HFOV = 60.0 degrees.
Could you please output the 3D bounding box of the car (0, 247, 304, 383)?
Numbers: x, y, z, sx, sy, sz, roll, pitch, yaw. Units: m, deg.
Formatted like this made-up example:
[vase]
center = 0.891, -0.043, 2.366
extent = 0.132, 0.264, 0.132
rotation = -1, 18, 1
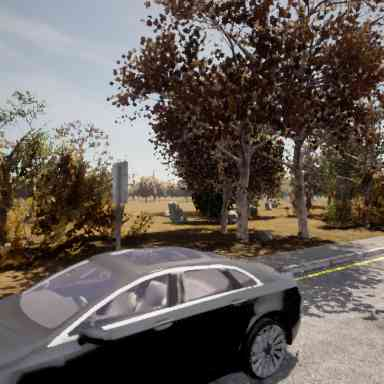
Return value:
[car]
center = -0.746, 1.492, 3.889
extent = 4.902, 1.511, 2.128
rotation = 0, 0, -36
